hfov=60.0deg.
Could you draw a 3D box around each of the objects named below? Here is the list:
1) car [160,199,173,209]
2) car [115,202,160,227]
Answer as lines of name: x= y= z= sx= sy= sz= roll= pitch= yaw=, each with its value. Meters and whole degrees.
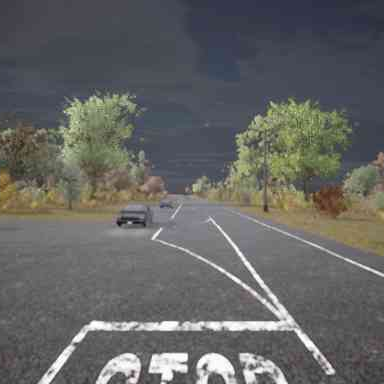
car: x=-3.697 y=1.740 z=48.794 sx=2.033 sy=1.411 sz=5.357 roll=0 pitch=0 yaw=-1
car: x=-3.543 y=1.439 z=21.619 sx=2.033 sy=1.411 sz=5.357 roll=1 pitch=-2 yaw=0
